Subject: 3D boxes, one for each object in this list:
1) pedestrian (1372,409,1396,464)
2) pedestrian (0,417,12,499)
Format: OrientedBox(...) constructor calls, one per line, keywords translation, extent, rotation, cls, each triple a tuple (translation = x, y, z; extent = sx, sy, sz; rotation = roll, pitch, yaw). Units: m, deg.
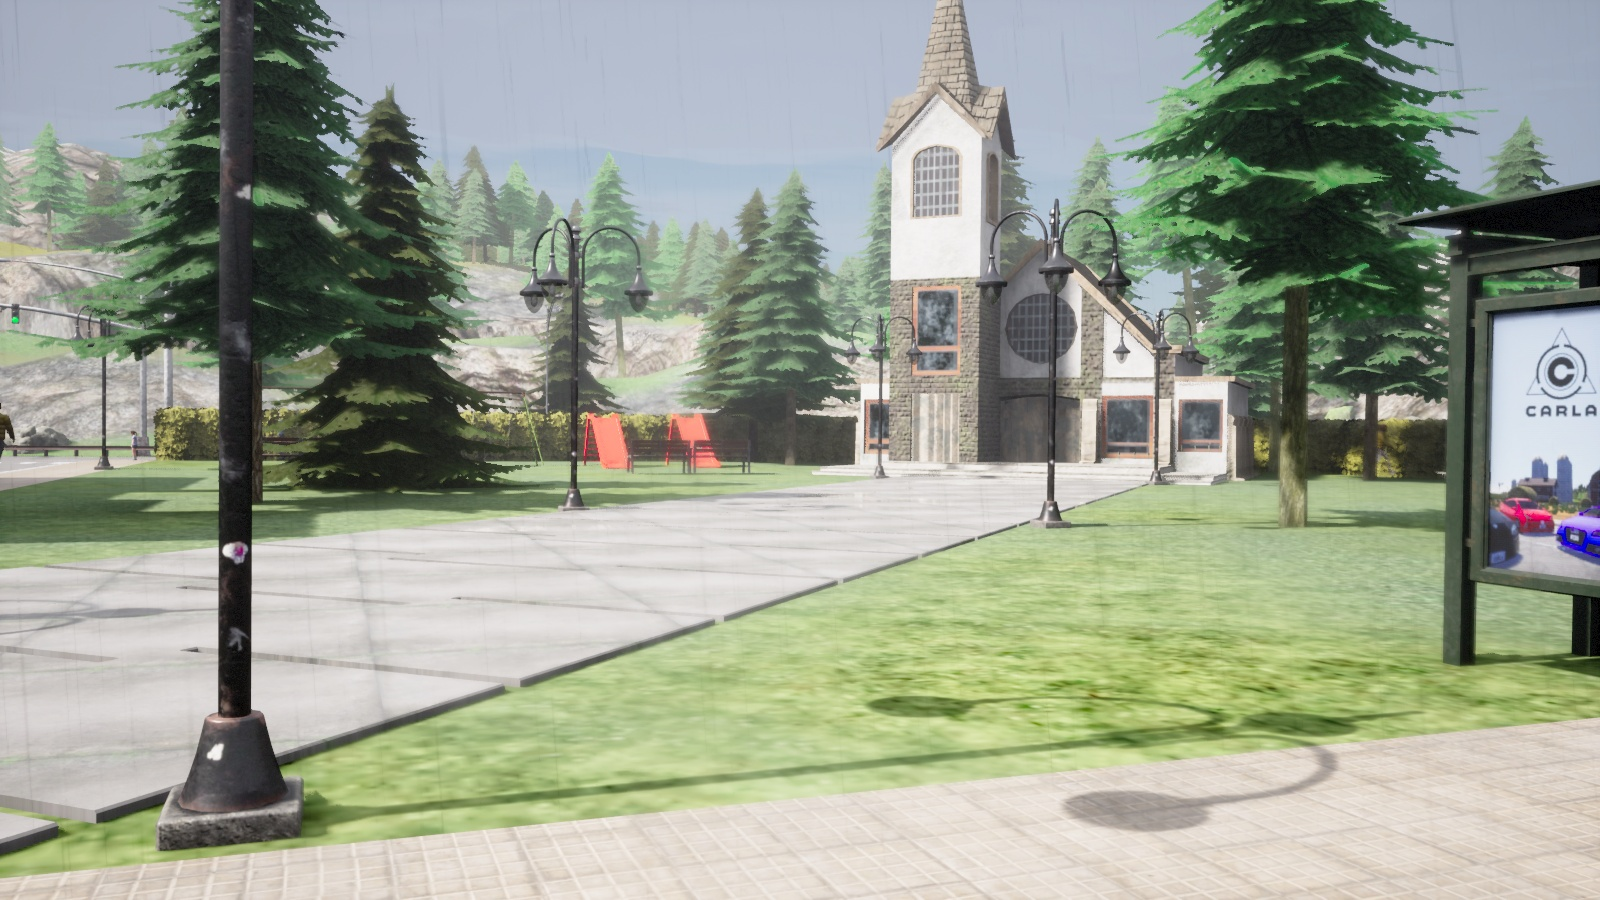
OrientedBox(translation=(19.839, -0.455, 42.665), extent=(0.726, 1.835, 0.370), rotation=(0, 1, 29), cls="pedestrian")
OrientedBox(translation=(-18.130, 0.178, 28.343), extent=(0.431, 1.840, 0.709), rotation=(-1, 1, -21), cls="pedestrian")
